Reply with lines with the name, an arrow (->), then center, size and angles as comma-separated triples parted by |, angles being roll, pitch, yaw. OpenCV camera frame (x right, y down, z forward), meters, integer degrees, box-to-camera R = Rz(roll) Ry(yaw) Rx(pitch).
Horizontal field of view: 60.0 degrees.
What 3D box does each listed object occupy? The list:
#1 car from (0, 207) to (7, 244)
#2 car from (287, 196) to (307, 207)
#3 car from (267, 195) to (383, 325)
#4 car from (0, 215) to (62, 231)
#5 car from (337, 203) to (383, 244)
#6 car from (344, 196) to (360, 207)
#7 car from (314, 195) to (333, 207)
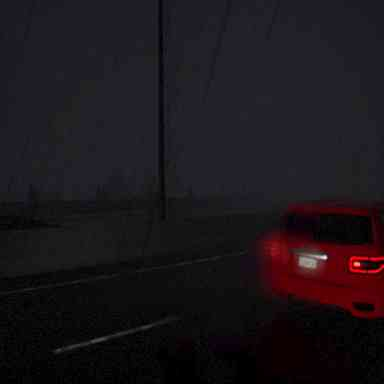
car -> -10.612, 1.486, 13.699 | 5.008, 1.535, 1.882 | -1, 0, -36
car -> 14.981, 1.276, 47.372 | 1.994, 1.385, 4.181 | 0, 0, 28
car -> 3.891, 1.170, 6.871 | 5.566, 2.045, 2.150 | -1, 0, -39
car -> -6.906, 1.556, 12.108 | 4.181, 1.385, 1.994 | -1, 0, -37
car -> 8.963, 1.383, 16.090 | 4.892, 1.490, 1.837 | -1, 1, -44
car -> 22.349, 1.234, 46.349 | 1.994, 1.385, 4.181 | 0, 0, 27
car -> 18.161, 1.201, 45.902 | 1.837, 1.490, 4.892 | 0, 1, 28
